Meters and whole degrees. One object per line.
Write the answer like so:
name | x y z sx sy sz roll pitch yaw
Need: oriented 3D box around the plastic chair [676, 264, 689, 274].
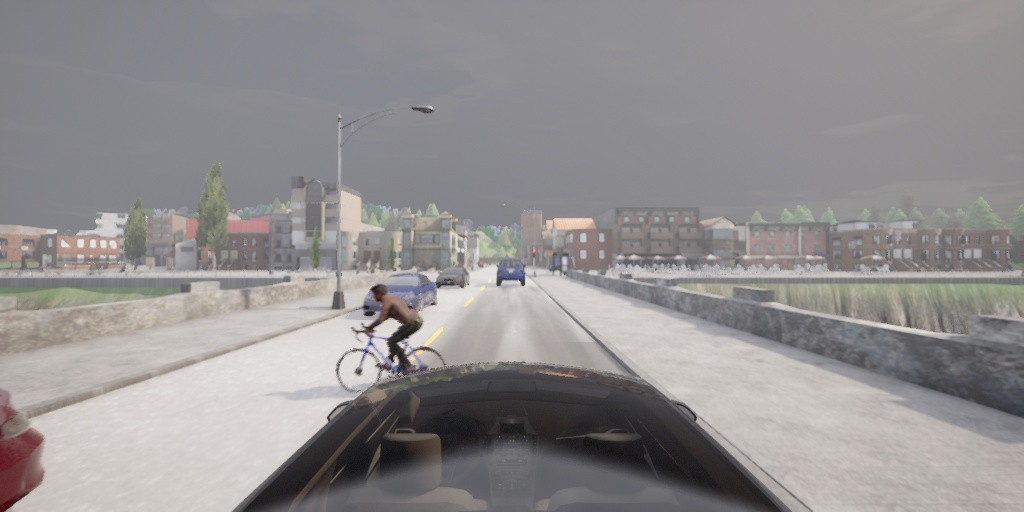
plastic chair | 22.608 1.758 47.586 0.750 1.272 0.730 0 0 0

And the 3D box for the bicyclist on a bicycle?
bicyclist on a bicycle | -1.802 1.239 5.334 1.656 1.620 0.582 -1 -1 0

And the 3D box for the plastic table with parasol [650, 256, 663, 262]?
plastic table with parasol | 22.287 1.230 54.854 2.482 2.480 2.482 0 0 0

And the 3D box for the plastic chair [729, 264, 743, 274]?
plastic chair | 29.143 1.748 46.709 0.730 1.272 0.750 0 0 -1

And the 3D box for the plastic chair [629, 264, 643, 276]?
plastic chair | 14.827 1.709 42.853 0.750 1.272 0.730 0 0 0

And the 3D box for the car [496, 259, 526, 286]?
car | -0.076 1.250 28.290 2.150 2.045 5.566 0 -1 0

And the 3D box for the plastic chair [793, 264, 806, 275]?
plastic chair | 36.478 1.736 45.742 0.730 1.272 0.750 0 0 0

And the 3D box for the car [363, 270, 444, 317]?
car | -4.137 1.405 14.011 1.812 1.442 4.674 0 -1 0

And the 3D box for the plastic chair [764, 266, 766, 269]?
plastic chair | 36.076 1.806 52.341 0.730 1.272 0.750 0 0 0

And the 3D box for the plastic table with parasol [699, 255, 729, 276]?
plastic table with parasol | 23.628 1.103 42.740 2.482 2.480 2.482 0 0 0

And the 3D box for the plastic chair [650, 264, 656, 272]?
plastic chair | 21.109 1.833 54.775 0.730 1.272 0.750 0 0 -1

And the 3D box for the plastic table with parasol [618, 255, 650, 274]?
plastic table with parasol | 14.992 1.118 44.114 2.482 2.480 2.482 0 0 0

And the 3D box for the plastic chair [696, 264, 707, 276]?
plastic chair | 22.428 1.707 42.785 0.730 1.272 0.750 0 0 0

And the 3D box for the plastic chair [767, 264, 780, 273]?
plastic chair | 37.194 1.791 50.946 0.750 1.272 0.730 0 0 0

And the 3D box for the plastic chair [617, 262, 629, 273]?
plastic chair | 13.721 1.724 44.248 0.730 1.272 0.750 0 0 0

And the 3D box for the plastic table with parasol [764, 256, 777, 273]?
plastic table with parasol | 37.218 1.202 52.406 2.482 2.480 2.482 0 0 0

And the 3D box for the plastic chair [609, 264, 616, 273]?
plastic chair | 14.489 1.806 52.051 0.730 1.272 0.750 0 0 0

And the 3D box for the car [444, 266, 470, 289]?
car | -4.169 1.511 25.994 1.837 1.490 4.892 0 -1 0

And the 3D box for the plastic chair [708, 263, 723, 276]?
plastic chair | 23.534 1.693 41.390 0.750 1.272 0.730 0 0 0

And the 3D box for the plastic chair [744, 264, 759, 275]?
plastic chair | 30.317 1.733 45.318 0.750 1.272 0.730 0 0 0

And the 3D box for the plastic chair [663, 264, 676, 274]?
plastic chair | 21.502 1.773 48.981 0.730 1.272 0.750 0 0 0

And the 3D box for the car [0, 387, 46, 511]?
car | -4.078 1.263 0.459 1.812 1.442 4.674 0 -1 0

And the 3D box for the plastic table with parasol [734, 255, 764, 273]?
plastic table with parasol | 30.322 1.142 46.598 2.482 2.480 2.482 0 0 0

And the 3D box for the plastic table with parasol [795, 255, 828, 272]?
plastic table with parasol | 37.606 1.132 45.658 2.482 2.480 2.482 0 0 0

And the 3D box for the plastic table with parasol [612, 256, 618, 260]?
plastic table with parasol | 15.709 1.200 51.936 2.482 2.480 2.482 0 0 0

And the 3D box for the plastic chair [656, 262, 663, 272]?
plastic chair | 22.283 1.819 53.384 0.750 1.272 0.730 0 0 0

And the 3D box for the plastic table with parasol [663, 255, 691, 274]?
plastic table with parasol | 22.702 1.168 48.936 2.482 2.480 2.482 0 0 0

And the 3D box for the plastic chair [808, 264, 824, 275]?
plastic chair | 37.621 1.722 44.349 0.750 1.272 0.730 0 0 0
